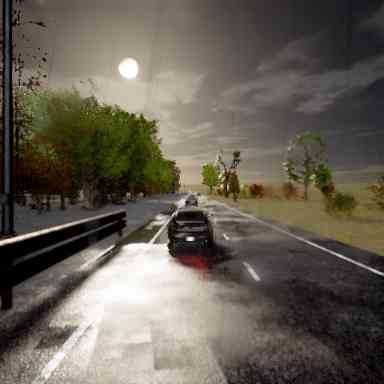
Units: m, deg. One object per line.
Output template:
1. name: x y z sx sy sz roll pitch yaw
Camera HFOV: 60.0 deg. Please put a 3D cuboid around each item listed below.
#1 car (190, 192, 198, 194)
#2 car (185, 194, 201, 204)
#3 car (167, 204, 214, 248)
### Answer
1. car: -0.063 1.449 83.848 1.994 1.385 4.181 0 0 0
2. car: -0.064 1.445 50.792 2.128 1.511 4.902 0 0 0
3. car: -0.063 1.499 14.831 1.837 1.490 4.892 0 0 0
